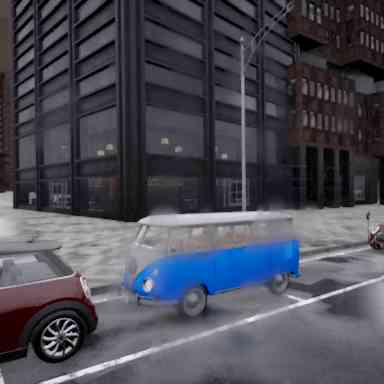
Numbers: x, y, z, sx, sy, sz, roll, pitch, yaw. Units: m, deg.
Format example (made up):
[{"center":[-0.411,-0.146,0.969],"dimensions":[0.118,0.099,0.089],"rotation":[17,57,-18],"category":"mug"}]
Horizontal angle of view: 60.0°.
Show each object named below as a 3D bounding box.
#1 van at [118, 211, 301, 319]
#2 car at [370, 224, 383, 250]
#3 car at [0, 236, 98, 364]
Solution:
[{"center":[0.534,1.336,7.052],"dimensions":[3.998,1.788,1.690],"rotation":[0,-1,-36],"category":"van"},{"center":[8.629,1.424,12.839],"dimensions":[4.097,1.590,1.967],"rotation":[0,-1,-36],"category":"car"},{"center":[-3.440,1.441,4.209],"dimensions":[4.097,1.590,1.967],"rotation":[0,-1,-36],"category":"car"}]
